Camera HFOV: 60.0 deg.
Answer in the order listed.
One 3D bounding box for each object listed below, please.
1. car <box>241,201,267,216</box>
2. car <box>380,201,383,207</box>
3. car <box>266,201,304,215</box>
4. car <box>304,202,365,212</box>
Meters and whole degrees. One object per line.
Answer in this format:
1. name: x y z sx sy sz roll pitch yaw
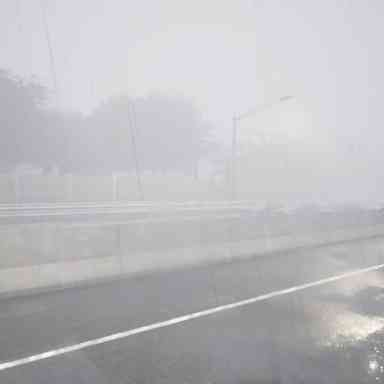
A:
1. car: 6.954 1.544 30.377 5.357 1.411 2.033 0 0 -35
2. car: 30.038 1.530 49.960 4.674 1.442 1.812 0 0 -38
3. car: 8.971 1.544 27.518 5.357 1.411 2.033 0 0 -35
4. car: 10.989 1.544 24.658 5.357 1.411 2.033 0 0 -35
